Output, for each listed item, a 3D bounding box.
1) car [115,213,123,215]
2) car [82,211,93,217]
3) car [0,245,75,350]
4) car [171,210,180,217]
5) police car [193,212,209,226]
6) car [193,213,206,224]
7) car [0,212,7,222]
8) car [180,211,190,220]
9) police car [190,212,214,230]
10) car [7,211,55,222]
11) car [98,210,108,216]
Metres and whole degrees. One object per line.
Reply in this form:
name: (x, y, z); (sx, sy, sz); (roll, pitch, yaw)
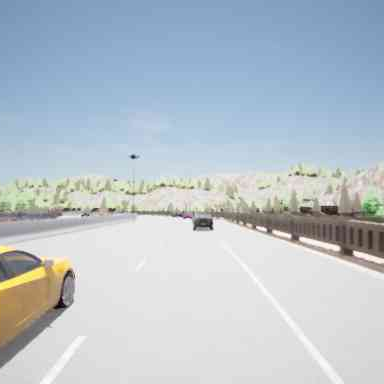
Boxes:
car: (-15.347, 4.980, 70.090); (1.895, 1.301, 4.718); (0, -3, -8)
car: (-23.058, 4.907, 73.125); (1.895, 1.301, 4.718); (1, -3, -10)
car: (-3.399, 1.529, 5.061); (1.882, 1.535, 5.008); (0, -1, 0)
car: (-3.850, 5.349, 83.082); (2.097, 1.767, 4.553); (1, -3, -16)
police car: (1.057, 3.371, 42.625); (1.930, 1.638, 5.238); (0, -3, 0)
car: (1.058, 3.793, 48.501); (1.812, 1.442, 4.674); (0, -3, 0)
car: (-17.578, 2.739, 32.418); (2.097, 1.767, 4.553); (0, -3, 0)
car: (-0.728, 4.827, 67.057); (1.994, 1.385, 4.181); (0, -3, -8)
police car: (1.056, 2.825, 32.640); (1.930, 1.638, 5.238); (0, -3, 0)
car: (-14.084, 2.605, 29.961); (2.097, 1.767, 4.553); (0, -3, 0)
car: (-19.658, 4.831, 73.966); (1.882, 1.535, 5.008); (1, -3, -10)
